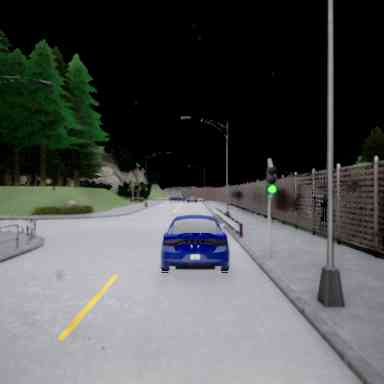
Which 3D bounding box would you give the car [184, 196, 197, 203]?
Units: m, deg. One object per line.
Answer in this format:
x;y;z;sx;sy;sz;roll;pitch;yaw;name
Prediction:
-0.023;1.500;69.825;1.994;1.385;4.181;0;0;-4;car

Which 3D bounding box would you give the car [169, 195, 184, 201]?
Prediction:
-3.516;1.464;79.102;4.674;1.442;1.812;0;0;40;car

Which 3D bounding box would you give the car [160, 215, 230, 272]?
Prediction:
0.089;1.469;10.754;1.882;1.535;5.008;0;0;0;car
